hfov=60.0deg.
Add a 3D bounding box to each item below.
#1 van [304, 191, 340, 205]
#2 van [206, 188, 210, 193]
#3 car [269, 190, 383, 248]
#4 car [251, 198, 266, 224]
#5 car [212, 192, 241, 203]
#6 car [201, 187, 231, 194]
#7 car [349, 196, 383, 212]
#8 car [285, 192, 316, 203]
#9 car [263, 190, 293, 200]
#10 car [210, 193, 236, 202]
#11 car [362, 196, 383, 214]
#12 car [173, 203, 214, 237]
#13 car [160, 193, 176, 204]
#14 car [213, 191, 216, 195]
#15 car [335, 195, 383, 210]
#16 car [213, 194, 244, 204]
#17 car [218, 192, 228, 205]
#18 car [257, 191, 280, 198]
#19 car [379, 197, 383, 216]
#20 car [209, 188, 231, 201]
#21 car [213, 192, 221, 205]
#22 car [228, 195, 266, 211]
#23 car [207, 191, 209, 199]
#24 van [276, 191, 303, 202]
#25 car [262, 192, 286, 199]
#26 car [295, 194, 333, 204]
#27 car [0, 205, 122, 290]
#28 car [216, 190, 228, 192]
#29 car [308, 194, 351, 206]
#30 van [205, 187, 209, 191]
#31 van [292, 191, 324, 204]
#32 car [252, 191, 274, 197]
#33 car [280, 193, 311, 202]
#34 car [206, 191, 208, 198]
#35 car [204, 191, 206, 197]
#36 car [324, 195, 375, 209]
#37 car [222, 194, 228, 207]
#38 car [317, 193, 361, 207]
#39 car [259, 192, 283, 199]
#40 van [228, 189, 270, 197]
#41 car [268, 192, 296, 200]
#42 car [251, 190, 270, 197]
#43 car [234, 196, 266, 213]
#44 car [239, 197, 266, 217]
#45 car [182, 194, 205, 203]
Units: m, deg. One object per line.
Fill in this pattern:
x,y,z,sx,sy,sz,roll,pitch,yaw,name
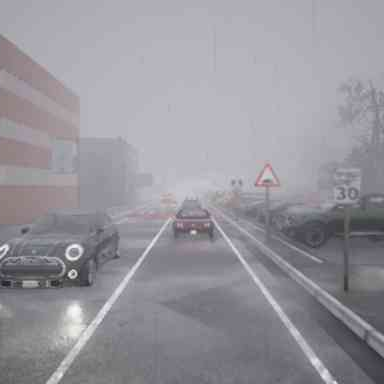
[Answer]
18.528,0.850,47.505,4.442,1.987,1.878,0,1,-1,van
5.691,0.674,67.187,4.442,1.987,1.878,0,1,-1,van
6.281,1.064,13.365,5.566,2.045,2.435,0,0,-1,car
6.227,1.282,19.018,5.008,1.535,2.097,0,0,-1,car
5.762,0.890,55.747,4.553,1.767,2.185,0,0,-1,car
5.432,0.444,75.537,5.566,2.045,2.435,0,1,-1,car
18.635,1.208,33.392,4.792,1.488,2.163,0,0,-1,car
18.266,0.887,56.100,4.553,1.767,2.185,0,0,-1,car
18.082,0.579,70.232,5.566,2.045,2.435,0,1,-1,car
5.651,1.015,61.399,4.674,1.452,2.002,0,0,-1,car
18.639,1.199,30.568,5.008,1.535,2.097,0,0,-1,car
0.061,1.478,17.072,1.895,1.301,4.718,0,0,0,car
-3.618,0.940,50.704,2.097,1.767,4.553,0,1,0,car
6.032,1.075,47.274,5.366,1.575,1.946,0,0,-1,car
18.570,1.157,36.339,5.008,1.535,2.097,0,0,-1,car
5.772,1.077,52.923,4.674,1.452,2.002,0,0,-1,car
6.148,1.137,38.798,5.366,1.575,1.946,0,0,-1,car
18.004,0.623,78.582,4.892,1.521,2.231,0,1,-1,car
18.678,1.220,27.744,5.008,1.535,2.097,0,0,-1,car
5.836,0.806,50.096,5.566,2.045,2.435,0,0,-1,car
5.738,1.116,41.619,5.366,1.575,1.946,0,0,-1,car
6.049,1.231,30.320,4.792,1.488,2.163,0,0,-1,car
5.687,0.995,58.573,5.008,1.535,2.097,0,0,-1,car
18.105,0.747,61.622,4.442,1.987,1.878,0,0,-1,van
18.042,0.789,73.062,4.792,1.488,2.163,0,1,-1,car
18.381,1.056,50.331,4.892,1.521,2.231,0,0,-1,car
-3.364,1.293,9.125,2.097,1.767,4.553,0,0,0,car
5.916,0.973,44.446,4.553,1.767,2.185,0,0,-1,car
18.455,1.095,44.808,5.008,1.535,2.097,0,0,-1,car
5.616,0.540,72.716,4.442,1.987,1.878,0,1,-1,van
18.455,0.809,53.155,4.442,1.987,1.878,0,0,-1,van
17.915,0.478,84.351,5.008,1.535,2.097,0,1,-1,car
18.293,1.023,58.799,4.792,1.488,2.163,0,0,-1,car
5.617,0.989,64.233,4.674,1.452,2.002,0,0,-1,car
5.540,0.876,69.897,4.674,1.452,2.002,0,1,-1,car
18.521,1.136,39.162,5.008,1.535,2.097,0,0,-1,car
5.998,1.201,35.971,4.674,1.452,2.002,0,0,-1,car
18.519,0.990,41.985,4.553,1.767,2.185,0,0,-1,car
18.004,0.719,75.884,4.792,1.488,2.163,0,1,-1,car
6.156,0.955,33.145,4.442,1.987,1.878,0,0,-1,van
18.142,0.897,67.405,5.008,1.535,2.097,0,2,-1,car
17.852,0.285,87.046,4.553,1.767,2.185,0,1,-1,car
6.119,1.263,27.495,4.674,1.452,2.002,0,0,-1,car
6.152,1.283,24.669,4.674,1.452,2.002,0,0,-1,car
-0.038,1.223,34.338,2.128,1.511,4.902,0,0,0,car
